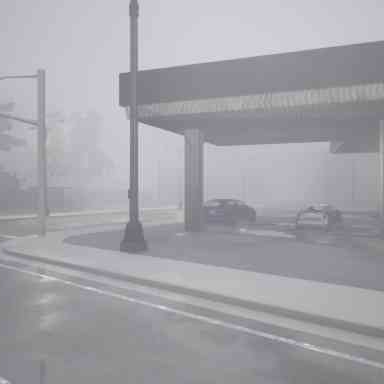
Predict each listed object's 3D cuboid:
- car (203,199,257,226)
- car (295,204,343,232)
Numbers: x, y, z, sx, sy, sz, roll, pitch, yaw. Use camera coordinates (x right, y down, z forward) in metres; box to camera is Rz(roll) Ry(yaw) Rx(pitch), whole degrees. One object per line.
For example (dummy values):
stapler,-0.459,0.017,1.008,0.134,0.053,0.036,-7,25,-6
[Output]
car,2.590,1.295,22.629,2.242,1.667,4.611,0,0,37
car,7.664,1.456,19.829,1.970,1.475,3.806,0,0,37
